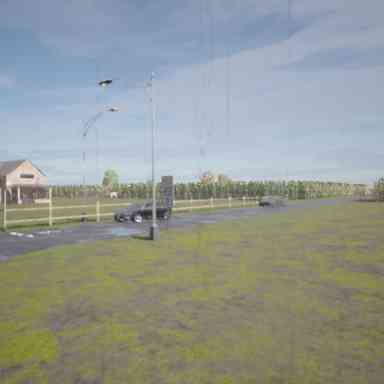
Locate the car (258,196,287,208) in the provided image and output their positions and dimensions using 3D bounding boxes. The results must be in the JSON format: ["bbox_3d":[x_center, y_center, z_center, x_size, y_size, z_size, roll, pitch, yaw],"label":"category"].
[{"bbox_3d":[10.297,1.195,42.105,2.033,1.411,5.357,0,0,37],"label":"car"}]

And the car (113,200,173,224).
[{"bbox_3d":[-3.399,1.356,23.685,1.837,1.490,4.892,0,0,37],"label":"car"}]
